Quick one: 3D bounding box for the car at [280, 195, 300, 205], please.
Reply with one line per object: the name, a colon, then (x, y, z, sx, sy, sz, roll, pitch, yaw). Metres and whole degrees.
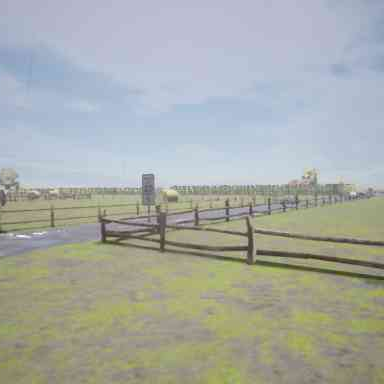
car: (14.579, 1.154, 49.485, 1.994, 1.385, 4.181, -1, 0, 35)

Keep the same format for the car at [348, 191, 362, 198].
car: (37.389, 0.751, 77.162, 1.812, 1.442, 4.674, -1, 0, 35)
